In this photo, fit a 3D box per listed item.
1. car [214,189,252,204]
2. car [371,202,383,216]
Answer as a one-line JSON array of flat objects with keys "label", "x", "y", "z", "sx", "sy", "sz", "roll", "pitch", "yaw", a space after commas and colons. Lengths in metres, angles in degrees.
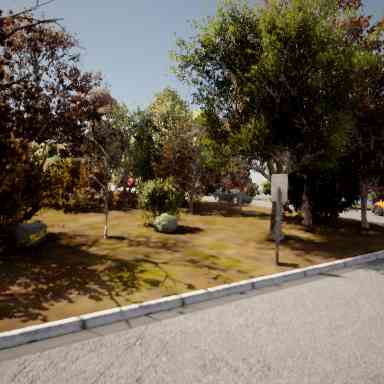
[{"label": "car", "x": 4.322, "y": 0.462, "z": 35.524, "sx": 1.837, "sy": 1.490, "sz": 4.892, "roll": 2, "pitch": 2, "yaw": -35}, {"label": "car", "x": 15.613, "y": 1.048, "z": 24.351, "sx": 2.097, "sy": 1.767, "sz": 4.553, "roll": 1, "pitch": 2, "yaw": -22}]
